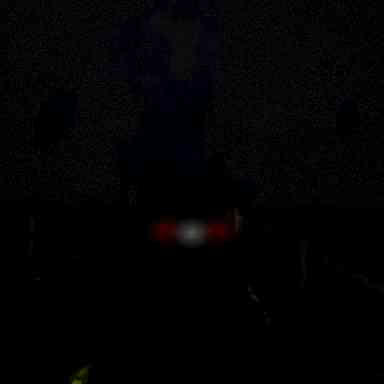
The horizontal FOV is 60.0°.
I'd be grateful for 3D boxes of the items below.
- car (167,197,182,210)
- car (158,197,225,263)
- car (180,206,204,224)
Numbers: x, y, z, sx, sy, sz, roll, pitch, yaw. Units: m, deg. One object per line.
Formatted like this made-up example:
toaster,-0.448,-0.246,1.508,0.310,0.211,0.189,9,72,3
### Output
car,-2.784,1.760,53.507,2.150,2.045,5.566,0,-1,0
car,0.002,1.351,12.616,2.150,2.045,5.566,0,0,0
car,0.000,1.882,28.272,1.895,1.301,4.718,0,-1,0
